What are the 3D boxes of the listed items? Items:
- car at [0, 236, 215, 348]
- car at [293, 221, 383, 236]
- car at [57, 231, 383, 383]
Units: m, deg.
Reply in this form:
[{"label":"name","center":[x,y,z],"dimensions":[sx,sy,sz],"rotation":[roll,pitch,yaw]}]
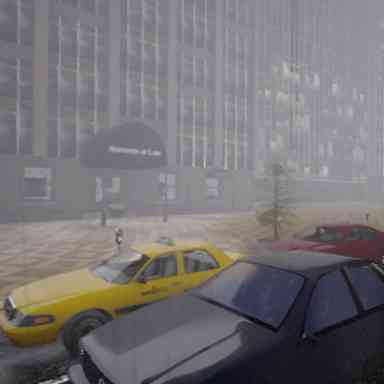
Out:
[{"label":"car","center":[-0.719,1.525,6.036],"dimensions":[4.829,1.417,1.752],"rotation":[0,1,-35]},{"label":"car","center":[4.013,1.542,9.411],"dimensions":[4.507,1.381,1.887],"rotation":[0,1,-35]},{"label":"car","center":[1.336,1.547,4.329],"dimensions":[5.357,1.411,2.033],"rotation":[0,0,-36]}]
